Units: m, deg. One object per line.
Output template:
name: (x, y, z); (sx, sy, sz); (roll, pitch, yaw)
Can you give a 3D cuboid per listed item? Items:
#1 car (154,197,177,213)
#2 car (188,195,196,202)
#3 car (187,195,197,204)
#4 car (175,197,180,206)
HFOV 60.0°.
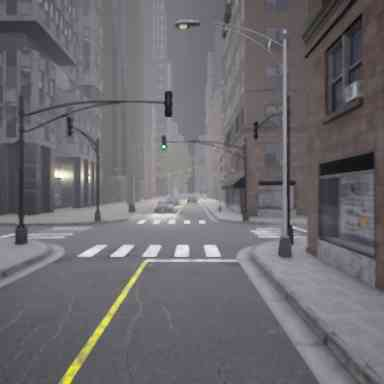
car: (-3.091, 1.597, 37.424); (1.895, 1.301, 4.718); (0, 0, 0)
car: (-0.002, 1.334, 72.991); (1.812, 1.442, 4.674); (0, 0, 0)
car: (-0.001, 1.477, 62.568); (2.128, 1.511, 4.902); (0, 0, 0)
car: (-3.058, 1.553, 53.970); (1.994, 1.385, 4.181); (0, 0, 0)
